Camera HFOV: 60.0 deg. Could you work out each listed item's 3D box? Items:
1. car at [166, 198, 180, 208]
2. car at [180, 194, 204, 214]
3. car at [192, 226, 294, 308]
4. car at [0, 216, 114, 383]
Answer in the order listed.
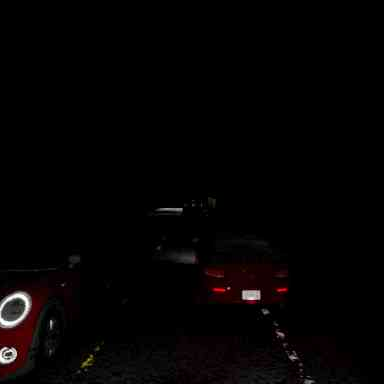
[{"bbox_3d":[-2.633,1.592,48.253,1.895,1.301,4.718,0,0,0],"label":"car"},{"bbox_3d":[0.157,1.348,34.948,2.097,1.767,4.553,0,0,0],"label":"car"},{"bbox_3d":[0.979,1.526,7.764,1.812,1.442,4.674,0,0,0],"label":"car"},{"bbox_3d":[-2.838,1.352,5.714,2.097,1.767,4.553,0,0,0],"label":"car"}]
